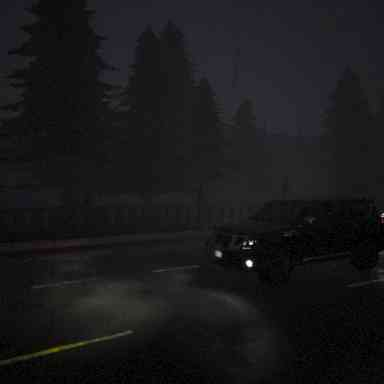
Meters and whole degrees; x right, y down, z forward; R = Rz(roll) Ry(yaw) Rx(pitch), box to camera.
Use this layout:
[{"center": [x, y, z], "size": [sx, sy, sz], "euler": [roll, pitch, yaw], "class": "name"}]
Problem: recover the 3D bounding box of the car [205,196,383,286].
[{"center": [3.095, 1.163, 9.492], "size": [5.566, 2.045, 2.150], "euler": [0, 0, -28], "class": "car"}]
